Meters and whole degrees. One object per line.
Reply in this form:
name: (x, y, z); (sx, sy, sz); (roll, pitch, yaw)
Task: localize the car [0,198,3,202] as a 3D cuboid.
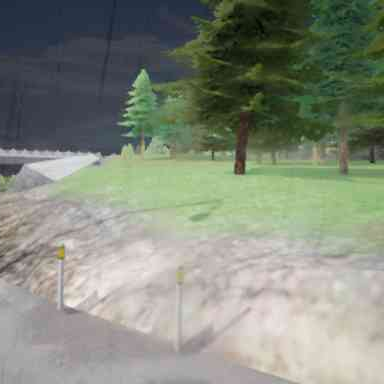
car: (-34.931, 1.786, 59.891); (2.128, 1.511, 4.902); (0, 0, -16)
